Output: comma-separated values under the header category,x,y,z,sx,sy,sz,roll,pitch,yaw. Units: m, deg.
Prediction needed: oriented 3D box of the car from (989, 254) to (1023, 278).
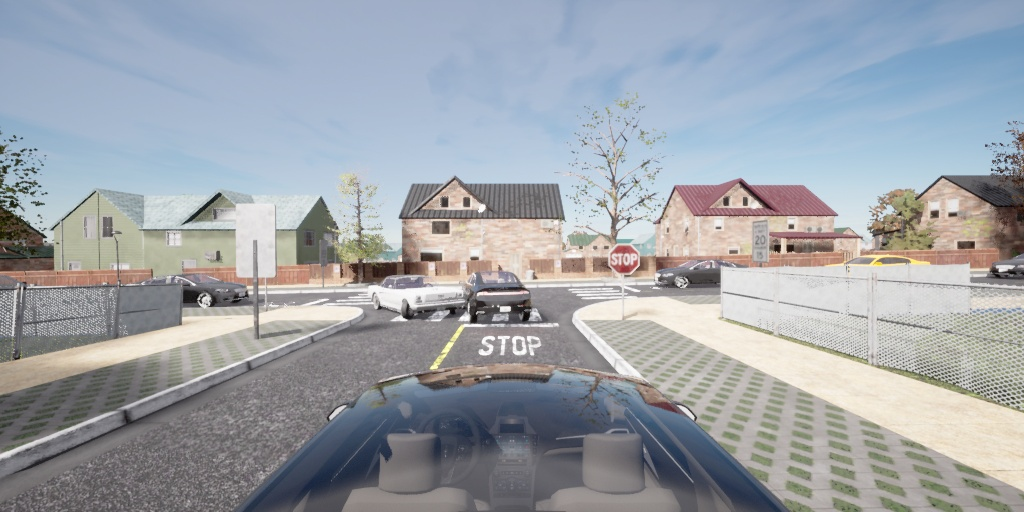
category,x,y,z,sx,sy,sz,roll,pitch,yaw
car,29.383,0.478,19.662,4.902,1.511,2.128,-1,1,0

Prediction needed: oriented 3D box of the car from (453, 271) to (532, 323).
category,x,y,z,sx,sy,sz,roll,pitch,yaw
car,-0.687,1.243,12.177,2.128,1.511,4.902,0,0,-12

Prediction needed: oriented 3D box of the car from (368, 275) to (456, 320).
category,x,y,z,sx,sy,sz,roll,pitch,yaw
car,-3.603,1.368,13.036,1.895,1.301,4.718,0,0,-38

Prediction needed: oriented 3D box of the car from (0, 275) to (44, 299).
category,x,y,z,sx,sy,sz,roll,pitch,yaw
car,-24.241,1.648,16.489,4.553,1.767,2.097,-1,1,0

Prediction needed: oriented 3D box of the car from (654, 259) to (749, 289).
category,x,y,z,sx,sy,sz,roll,pitch,yaw
car,10.328,0.926,19.587,4.902,1.511,2.128,-1,1,0

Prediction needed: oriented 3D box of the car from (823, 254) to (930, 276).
category,x,y,z,sx,sy,sz,roll,pitch,yaw
car,19.759,0.690,19.624,5.008,1.535,1.882,-1,1,-1

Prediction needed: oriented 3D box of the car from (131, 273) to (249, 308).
category,x,y,z,sx,sy,sz,roll,pitch,yaw
car,-14.904,1.567,16.531,4.902,1.511,2.128,-1,1,0
